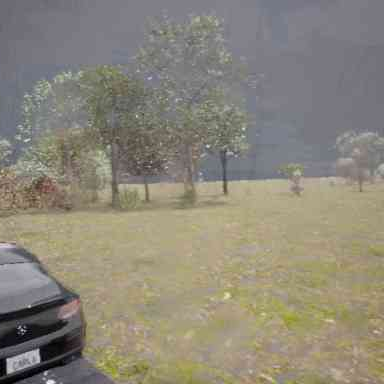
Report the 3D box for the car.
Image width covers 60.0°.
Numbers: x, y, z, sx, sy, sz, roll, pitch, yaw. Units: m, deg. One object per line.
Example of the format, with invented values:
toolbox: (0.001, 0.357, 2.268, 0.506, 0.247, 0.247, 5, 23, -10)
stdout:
car: (-3.224, 1.516, 4.978, 1.812, 1.442, 4.674, -2, 1, -43)
